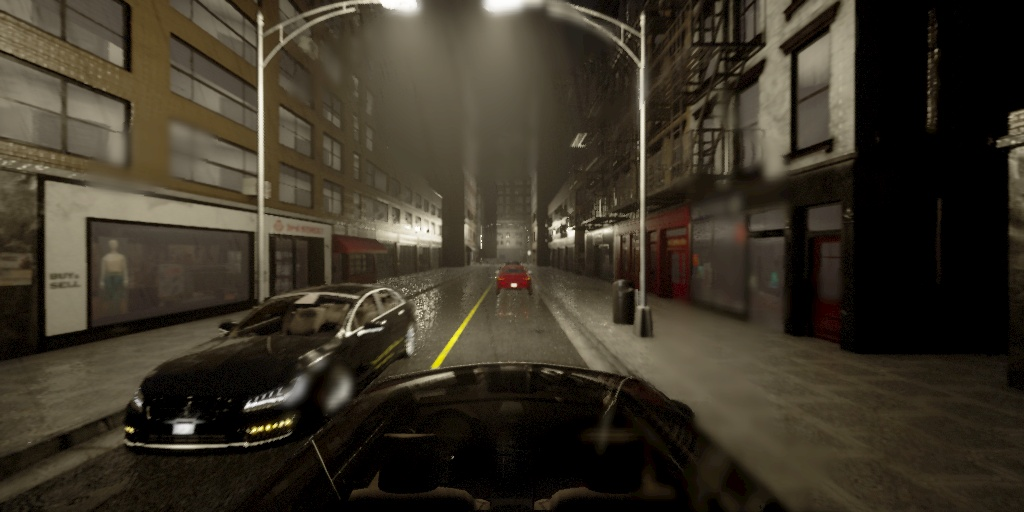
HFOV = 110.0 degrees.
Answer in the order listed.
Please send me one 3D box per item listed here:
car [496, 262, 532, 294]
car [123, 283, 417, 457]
[{"bbox_3d":[0.086,1.219,19.433,1.812,1.442,4.674,0,0,0],"label":"car"},{"bbox_3d":[-2.852,1.243,5.541,1.837,1.490,4.892,0,0,0],"label":"car"}]
